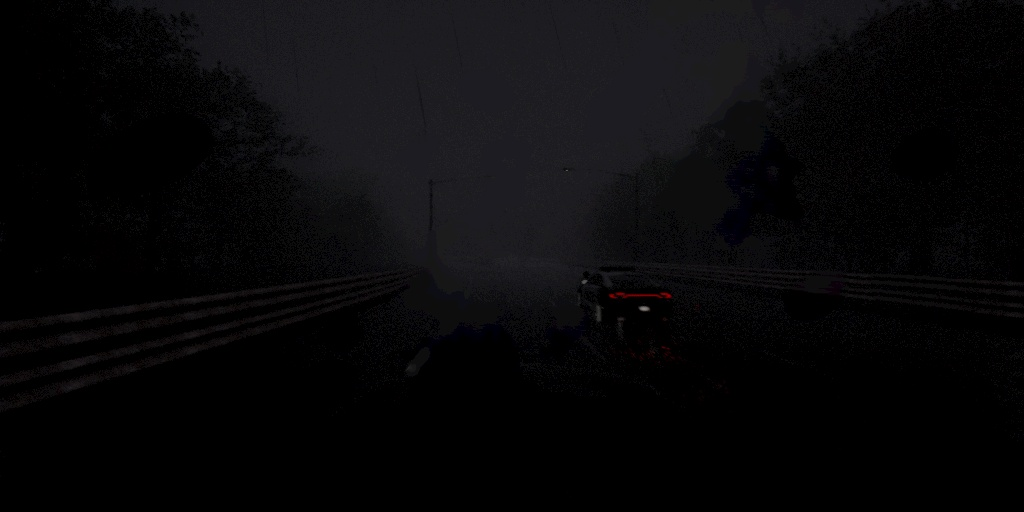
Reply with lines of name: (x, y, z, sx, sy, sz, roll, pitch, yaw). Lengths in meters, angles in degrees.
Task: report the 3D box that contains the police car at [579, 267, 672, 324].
police car: (3.498, 1.184, 12.052, 1.930, 1.638, 5.238, 0, 0, 0)
